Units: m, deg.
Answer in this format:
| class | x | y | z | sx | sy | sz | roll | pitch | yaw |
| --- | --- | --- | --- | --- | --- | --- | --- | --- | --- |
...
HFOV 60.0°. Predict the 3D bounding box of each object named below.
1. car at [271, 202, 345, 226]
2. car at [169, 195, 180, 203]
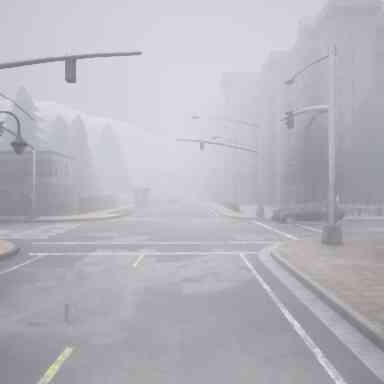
| class | x | y | z | sx | sy | sz | roll | pitch | yaw |
| --- | --- | --- | --- | --- | --- | --- | --- | --- | --- |
| car | 7.917 | 1.452 | 22.879 | 4.902 | 1.511 | 2.128 | 0 | 0 | -2 |
| car | -3.500 | 1.413 | 66.910 | 2.097 | 1.767 | 4.553 | 0 | 0 | 0 |
